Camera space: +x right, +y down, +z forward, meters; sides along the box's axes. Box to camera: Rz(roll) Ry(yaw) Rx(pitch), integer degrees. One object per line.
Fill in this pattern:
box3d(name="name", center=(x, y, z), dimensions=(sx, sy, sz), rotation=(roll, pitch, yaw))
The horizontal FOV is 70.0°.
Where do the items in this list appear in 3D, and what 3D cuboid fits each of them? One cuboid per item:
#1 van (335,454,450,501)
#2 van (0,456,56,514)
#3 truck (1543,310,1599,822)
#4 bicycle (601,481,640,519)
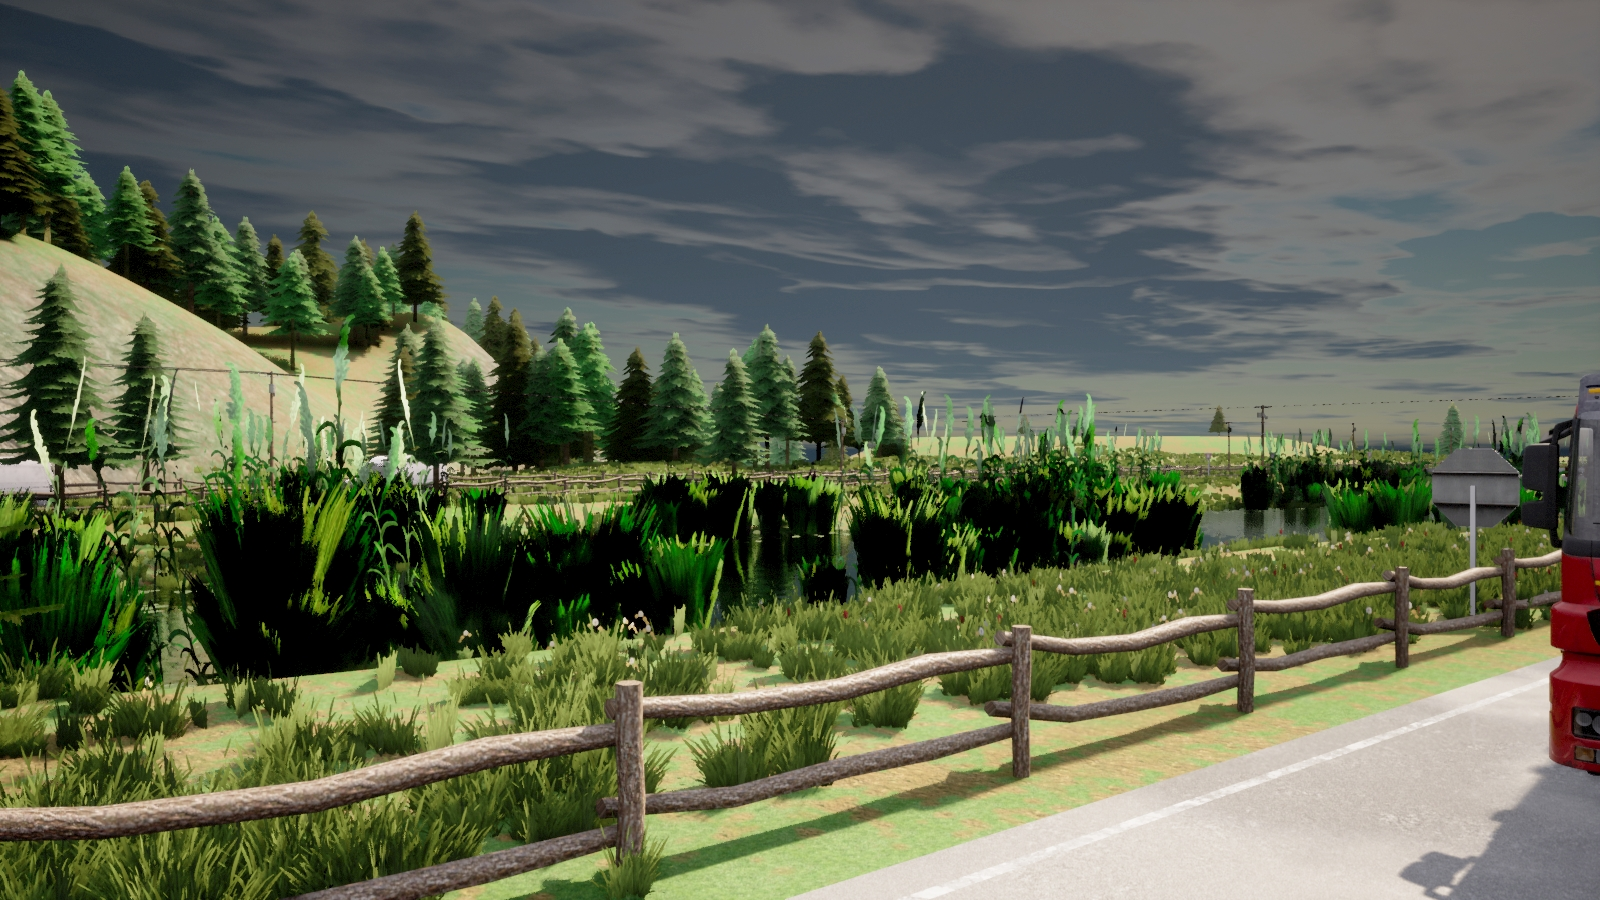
box3d(name="van", center=(-23.286, 1.535, 65.450), dimensions=(1.988, 2.561, 5.915), rotation=(0, 0, 44))
box3d(name="van", center=(-36.742, 1.535, 50.744), dimensions=(1.988, 2.561, 5.915), rotation=(0, 0, 42))
box3d(name="truck", center=(9.610, 0.862, 10.983), dimensions=(2.891, 3.827, 8.468), rotation=(0, 0, 42))
box3d(name="bicycle", center=(-7.347, 2.028, 46.933), dimensions=(1.643, 1.496, 0.373), rotation=(-1, 0, -43))
